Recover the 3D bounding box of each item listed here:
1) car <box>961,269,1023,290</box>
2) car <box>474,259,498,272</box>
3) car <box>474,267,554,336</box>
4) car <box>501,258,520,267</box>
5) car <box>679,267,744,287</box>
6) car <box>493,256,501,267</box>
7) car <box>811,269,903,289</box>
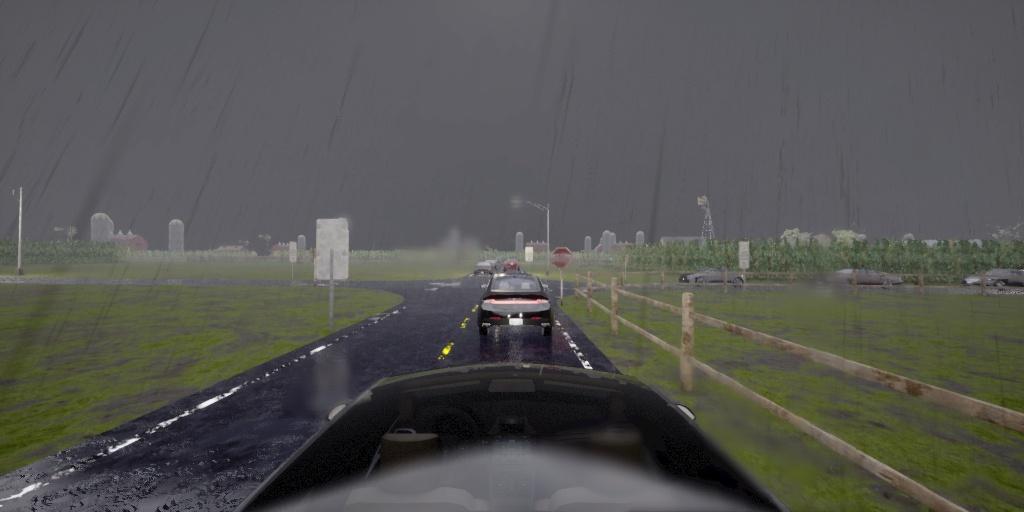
[{"bbox_3d":[35.909,1.700,26.159,4.902,1.511,2.128,1,-1,0],"label":"car"},{"bbox_3d":[-2.941,1.286,38.059,2.033,1.411,5.357,0,0,0],"label":"car"},{"bbox_3d":[0.081,1.242,10.370,2.128,1.511,4.902,0,0,0],"label":"car"},{"bbox_3d":[-0.027,1.080,49.679,2.097,1.767,4.553,0,0,0],"label":"car"},{"bbox_3d":[14.517,1.516,26.187,4.181,1.385,1.994,1,-1,0],"label":"car"},{"bbox_3d":[-2.960,1.206,49.331,1.882,1.535,5.008,0,0,0],"label":"car"},{"bbox_3d":[25.128,1.625,26.179,5.357,1.411,2.033,1,-1,0],"label":"car"}]
